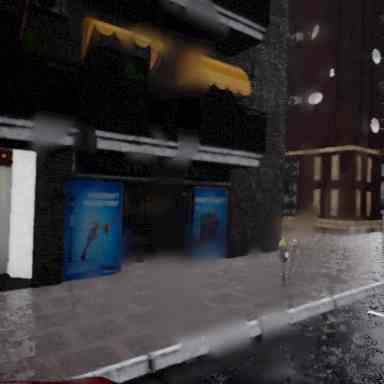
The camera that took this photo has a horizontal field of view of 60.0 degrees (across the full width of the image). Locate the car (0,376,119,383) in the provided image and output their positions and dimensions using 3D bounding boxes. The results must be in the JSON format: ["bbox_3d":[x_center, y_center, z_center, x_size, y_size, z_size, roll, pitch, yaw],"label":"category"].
[{"bbox_3d":[-1.952,1.569,0.884,4.206,1.307,1.802,0,2,-35],"label":"car"}]
